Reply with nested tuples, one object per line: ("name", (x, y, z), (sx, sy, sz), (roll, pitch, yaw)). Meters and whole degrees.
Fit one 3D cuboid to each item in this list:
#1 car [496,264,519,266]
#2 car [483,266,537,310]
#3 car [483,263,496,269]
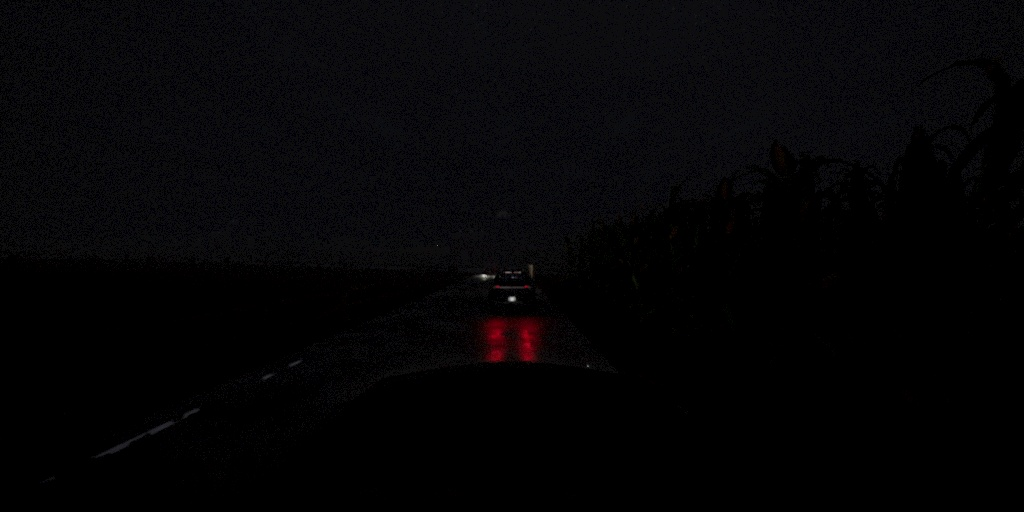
("car", (0.027, 1.506, 30.389), (2.128, 1.511, 4.902), (0, 0, 1))
("car", (0.026, 1.364, 15.374), (2.128, 1.511, 4.902), (0, 0, 1))
("car", (-2.768, 1.666, 47.721), (1.882, 1.535, 5.008), (0, -1, 0))
